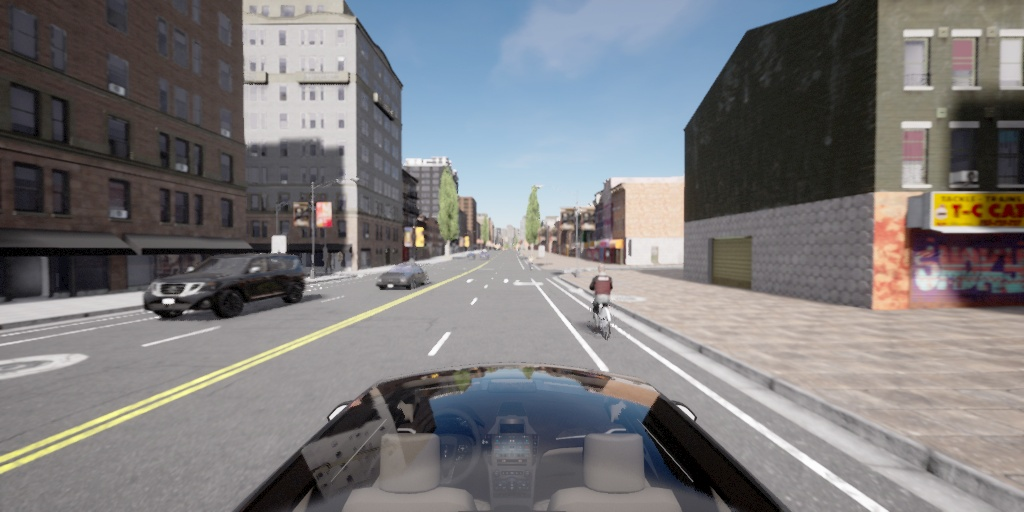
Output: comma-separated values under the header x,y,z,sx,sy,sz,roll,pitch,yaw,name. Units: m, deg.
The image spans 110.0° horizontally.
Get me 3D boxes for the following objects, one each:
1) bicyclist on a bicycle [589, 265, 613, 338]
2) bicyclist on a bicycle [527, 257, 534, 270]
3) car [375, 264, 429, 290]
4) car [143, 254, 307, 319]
x,y,z,sx,sy,sz,roll,pitch,yaw,name
2.246,1.101,9.189,0.659,1.776,1.843,0,0,0,bicyclist on a bicycle
2.255,0.901,43.501,0.866,1.612,1.509,2,-2,0,bicyclist on a bicycle
-6.565,1.221,22.077,2.033,1.411,5.357,0,0,0,car
-9.849,0.940,13.049,2.150,2.045,5.566,0,0,0,car
